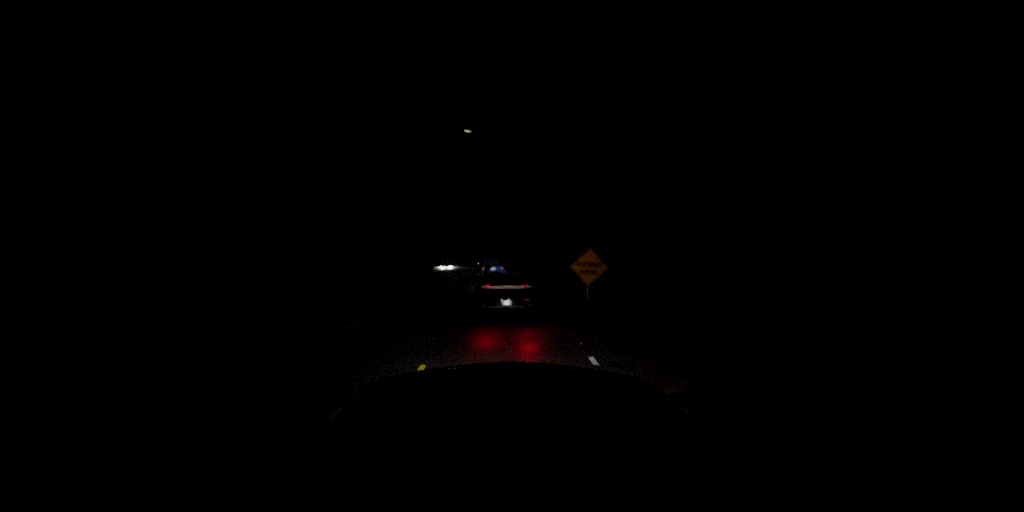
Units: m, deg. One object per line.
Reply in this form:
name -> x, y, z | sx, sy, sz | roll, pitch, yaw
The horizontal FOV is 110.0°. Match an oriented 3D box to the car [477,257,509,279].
car -> -1.557, 0.818, 26.955 | 2.033, 1.411, 5.357 | -1, 1, -7

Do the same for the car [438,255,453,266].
car -> -9.675, 0.663, 52.263 | 2.128, 1.511, 4.902 | -1, 0, -14

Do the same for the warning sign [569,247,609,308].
warning sign -> 2.429, 0.631, 11.733 | 1.300, 1.860, 1.060 | 0, 0, -3

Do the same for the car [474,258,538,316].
car -> -0.250, 1.009, 12.114 | 2.128, 1.511, 4.902 | 0, 1, -3
